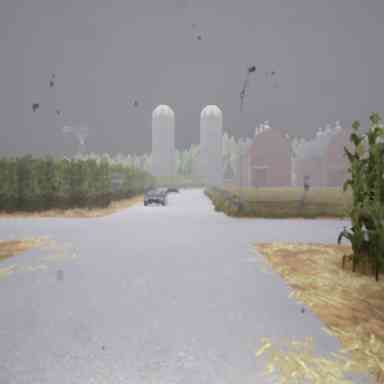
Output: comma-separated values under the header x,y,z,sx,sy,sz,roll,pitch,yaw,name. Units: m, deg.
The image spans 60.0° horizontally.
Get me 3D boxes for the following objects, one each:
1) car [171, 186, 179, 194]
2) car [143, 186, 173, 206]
x,y,z,sx,sy,sz,roll,pitch,yaw,name
-3.112,-0.406,54.977,1.895,1.301,4.718,0,2,0,car
-3.113,0.475,29.587,2.033,1.411,5.357,0,2,0,car
